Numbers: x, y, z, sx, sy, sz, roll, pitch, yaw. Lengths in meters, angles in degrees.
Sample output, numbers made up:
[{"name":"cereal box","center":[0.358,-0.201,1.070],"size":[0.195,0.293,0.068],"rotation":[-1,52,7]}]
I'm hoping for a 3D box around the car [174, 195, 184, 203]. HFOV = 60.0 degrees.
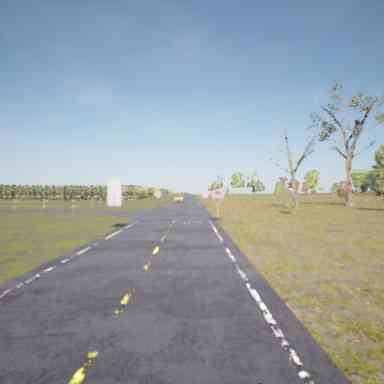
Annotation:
[{"name":"car","center":[-2.742,1.424,69.204],"size":[1.882,1.535,5.008],"rotation":[0,0,0]}]
